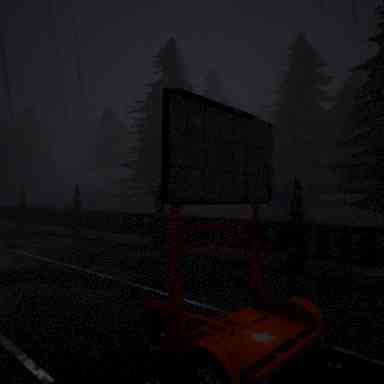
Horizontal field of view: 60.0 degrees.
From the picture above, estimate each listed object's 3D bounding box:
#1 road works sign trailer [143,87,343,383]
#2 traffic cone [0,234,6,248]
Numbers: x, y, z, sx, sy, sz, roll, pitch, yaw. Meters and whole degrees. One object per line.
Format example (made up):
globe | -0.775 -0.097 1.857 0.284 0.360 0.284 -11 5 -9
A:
road works sign trailer | 0.291 0.567 4.721 2.880 3.560 2.380 0 -1 42
traffic cone | -8.368 2.132 14.524 0.340 0.580 0.340 0 -1 42
